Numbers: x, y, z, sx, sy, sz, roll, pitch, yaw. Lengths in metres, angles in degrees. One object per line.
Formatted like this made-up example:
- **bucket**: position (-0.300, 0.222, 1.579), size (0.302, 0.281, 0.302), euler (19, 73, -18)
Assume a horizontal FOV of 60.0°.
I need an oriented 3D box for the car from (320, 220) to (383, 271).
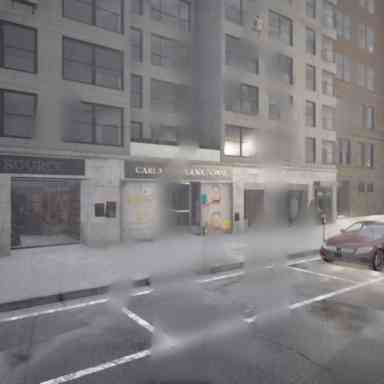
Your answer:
- **car**: position (5.906, 1.578, 10.778), size (4.206, 1.307, 1.802), euler (0, 0, -36)
